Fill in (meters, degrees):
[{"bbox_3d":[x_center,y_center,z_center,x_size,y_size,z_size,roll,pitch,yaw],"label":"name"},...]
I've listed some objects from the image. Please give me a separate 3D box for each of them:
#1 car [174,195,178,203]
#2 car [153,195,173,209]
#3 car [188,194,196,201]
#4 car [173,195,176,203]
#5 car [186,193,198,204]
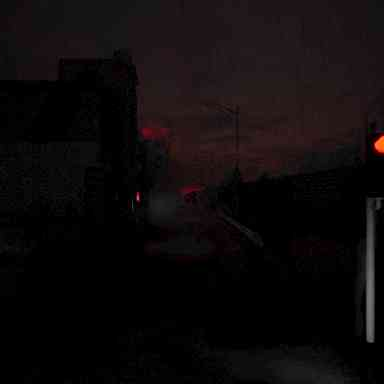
[{"bbox_3d":[-4.068,1.351,68.070,2.097,1.767,4.553,0,0,0],"label":"car"},{"bbox_3d":[-4.130,1.492,44.382,2.128,1.511,4.902,0,0,0],"label":"car"},{"bbox_3d":[-0.064,1.310,76.718,1.882,1.535,5.008,0,0,0],"label":"car"},{"bbox_3d":[-4.132,1.601,54.616,1.895,1.301,4.718,0,0,0],"label":"car"},{"bbox_3d":[-0.053,1.221,66.327,2.150,2.045,5.566,0,0,0],"label":"car"}]
